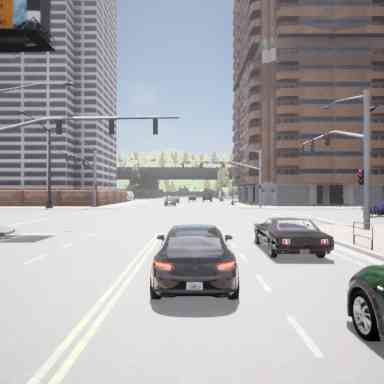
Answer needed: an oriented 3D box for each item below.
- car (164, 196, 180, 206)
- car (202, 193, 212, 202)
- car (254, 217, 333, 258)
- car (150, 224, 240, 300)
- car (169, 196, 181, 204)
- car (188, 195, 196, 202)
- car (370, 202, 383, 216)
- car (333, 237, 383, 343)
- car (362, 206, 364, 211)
[{"bbox_3d":[-3.573,1.509,54.858,2.128,1.511,4.902,0,0,-1],"label":"car"},{"bbox_3d":[3.539,1.250,78.040,2.150,2.045,5.566,0,0,0],"label":"car"},{"bbox_3d":[3.609,1.605,12.740,1.895,1.301,4.718,0,0,1],"label":"car"},{"bbox_3d":[0.065,1.528,8.288,1.812,1.442,4.674,0,0,0],"label":"car"},{"bbox_3d":[-3.491,1.513,67.317,2.128,1.511,4.902,0,0,1],"label":"car"},{"bbox_3d":[0.039,1.450,77.331,1.837,1.490,4.892,0,0,0],"label":"car"},{"bbox_3d":[18.915,1.487,30.062,5.008,1.535,1.882,0,0,0],"label":"car"},{"bbox_3d":[3.602,1.353,3.655,2.097,1.767,4.553,0,0,0],"label":"car"},{"bbox_3d":[19.974,1.612,33.757,4.718,1.301,1.895,0,0,1],"label":"car"}]
